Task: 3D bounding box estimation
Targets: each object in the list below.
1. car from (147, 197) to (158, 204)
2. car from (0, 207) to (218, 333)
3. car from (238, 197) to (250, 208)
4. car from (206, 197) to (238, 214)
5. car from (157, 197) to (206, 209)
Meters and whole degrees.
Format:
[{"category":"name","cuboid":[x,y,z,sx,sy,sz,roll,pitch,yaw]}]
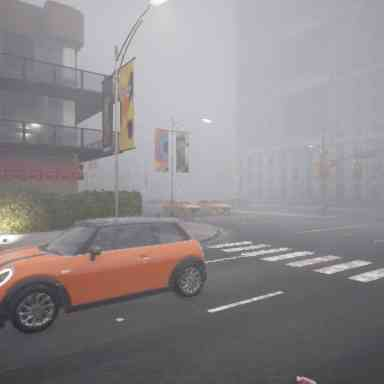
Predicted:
[{"category":"car","cuboid":[-6.207,1.601,59.240,4.718,1.301,1.895,0,0,42]},{"category":"car","cuboid":[-1.928,1.352,6.920,4.553,1.767,2.097,0,0,-36]},{"category":"car","cuboid":[6.276,1.505,48.487,1.837,1.490,4.892,0,0,-35]},{"category":"car","cuboid":[2.025,1.478,34.259,1.882,1.535,5.008,0,0,-35]},{"category":"car","cuboid":[-1.103,1.478,32.621,1.882,1.535,5.008,0,0,-35]}]
